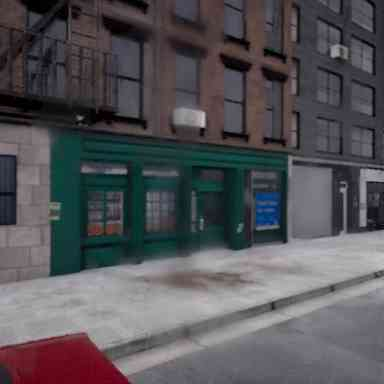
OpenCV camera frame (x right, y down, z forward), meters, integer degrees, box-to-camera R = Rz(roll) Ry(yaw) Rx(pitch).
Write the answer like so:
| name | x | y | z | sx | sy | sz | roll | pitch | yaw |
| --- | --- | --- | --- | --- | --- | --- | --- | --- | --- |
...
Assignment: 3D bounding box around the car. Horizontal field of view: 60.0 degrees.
| name | x | y | z | sx | sy | sz | roll | pitch | yaw |
| --- | --- | --- | --- | --- | --- | --- | --- | --- | --- |
| car | -2.447 | 1.603 | 1.326 | 4.718 | 1.301 | 1.895 | 0 | 0 | -36 |
